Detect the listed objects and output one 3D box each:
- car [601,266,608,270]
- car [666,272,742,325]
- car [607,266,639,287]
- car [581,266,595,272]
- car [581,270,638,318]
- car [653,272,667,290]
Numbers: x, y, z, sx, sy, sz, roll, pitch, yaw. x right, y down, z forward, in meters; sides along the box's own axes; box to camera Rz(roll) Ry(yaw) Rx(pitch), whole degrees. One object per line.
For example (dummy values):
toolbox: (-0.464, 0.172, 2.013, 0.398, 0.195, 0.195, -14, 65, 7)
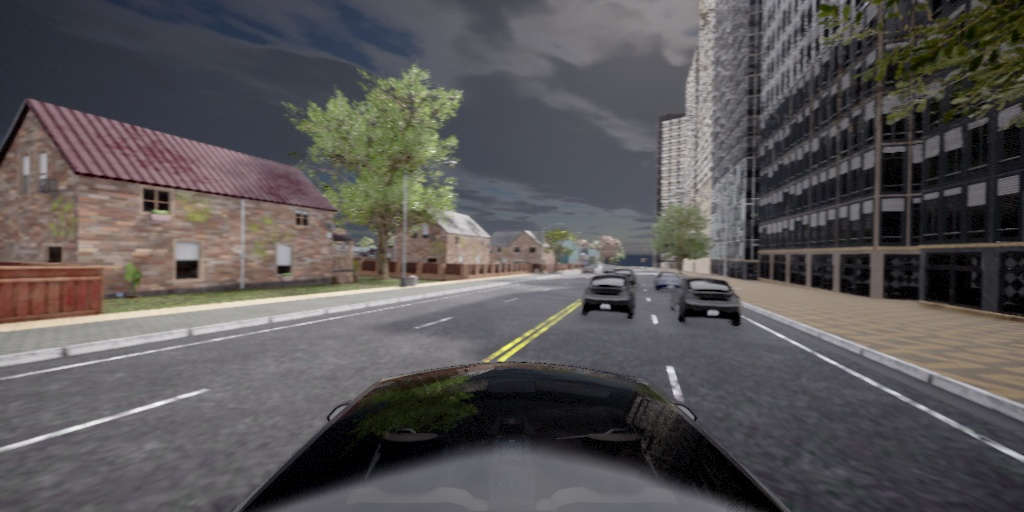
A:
car: (15.762, 2.351, 58.506, 1.837, 1.490, 4.892, 1, -1, 20)
car: (7.069, 1.553, 13.425, 1.837, 1.490, 4.892, 1, 0, 20)
car: (8.921, 1.790, 28.649, 1.837, 1.490, 4.892, 1, 0, 20)
car: (12.645, 2.356, 59.429, 1.994, 1.385, 4.181, 1, -1, 20)
car: (3.993, 1.500, 14.474, 1.837, 1.490, 4.892, 1, 0, 20)
car: (12.032, 1.904, 27.696, 1.994, 1.385, 4.181, 1, -1, 20)
